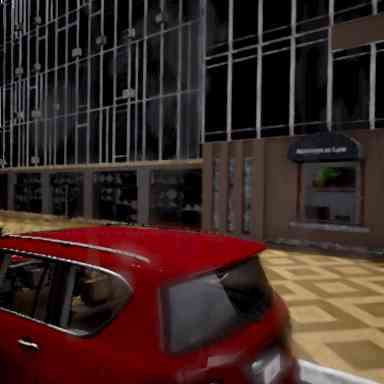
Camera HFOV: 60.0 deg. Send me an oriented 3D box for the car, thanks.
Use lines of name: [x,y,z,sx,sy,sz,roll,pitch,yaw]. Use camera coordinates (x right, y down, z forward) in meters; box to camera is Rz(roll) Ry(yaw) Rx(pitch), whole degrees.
car: [-1.390,1.300,3.693,5.009,1.841,2.192,0,1,35]
